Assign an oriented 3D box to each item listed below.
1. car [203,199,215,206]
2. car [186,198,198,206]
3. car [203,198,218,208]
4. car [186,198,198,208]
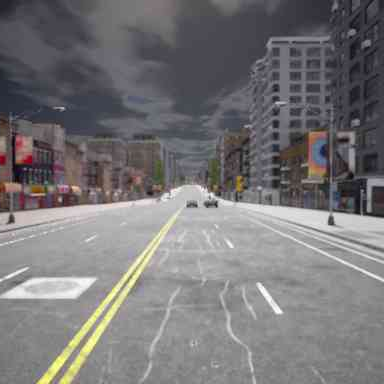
[{"bbox_3d":[3.270,2.063,64.936,1.994,1.385,4.181,0,-1,0],"label":"car"},{"bbox_3d":[0.020,1.983,64.937,2.128,1.511,4.902,0,-1,0],"label":"car"},{"bbox_3d":[3.267,1.827,54.504,1.837,1.490,4.892,0,-1,0],"label":"car"},{"bbox_3d":[0.017,1.931,54.955,1.895,1.301,4.718,0,-1,0],"label":"car"}]
